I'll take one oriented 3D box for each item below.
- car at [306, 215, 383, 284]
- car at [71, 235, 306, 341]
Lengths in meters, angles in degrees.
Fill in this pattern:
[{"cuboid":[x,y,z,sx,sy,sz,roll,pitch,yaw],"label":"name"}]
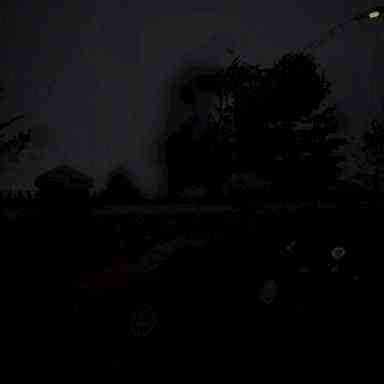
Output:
[{"cuboid":[4.573,1.535,9.818,4.097,1.590,1.967,1,0,-35],"label":"car"},{"cuboid":[-0.010,1.581,6.550,4.507,1.381,1.887,1,0,-35],"label":"car"}]
